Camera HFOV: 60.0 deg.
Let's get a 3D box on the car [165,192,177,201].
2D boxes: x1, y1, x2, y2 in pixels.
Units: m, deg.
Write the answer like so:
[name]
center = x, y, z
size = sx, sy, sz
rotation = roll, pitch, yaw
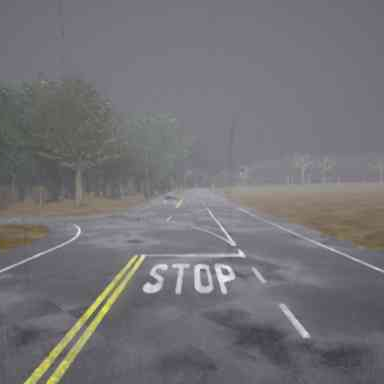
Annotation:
[car]
center = -3.505, 0.703, 55.869
size = 1.882, 1.535, 5.008
rotation = 0, 1, 0
